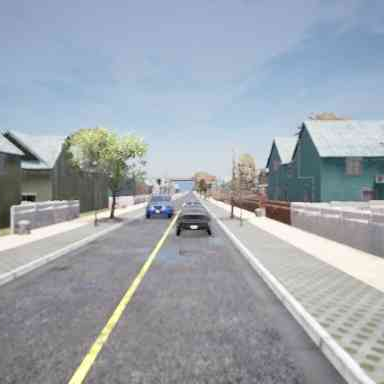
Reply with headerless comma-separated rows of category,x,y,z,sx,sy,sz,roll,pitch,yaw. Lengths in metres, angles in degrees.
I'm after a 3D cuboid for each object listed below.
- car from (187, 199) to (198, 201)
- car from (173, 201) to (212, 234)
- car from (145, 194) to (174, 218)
car,0.086,1.531,42.269,2.033,1.411,5.357,0,0,0
car,0.093,1.497,18.957,1.837,1.490,4.892,0,0,0
car,-2.760,1.230,29.584,2.150,2.045,5.566,0,0,0
